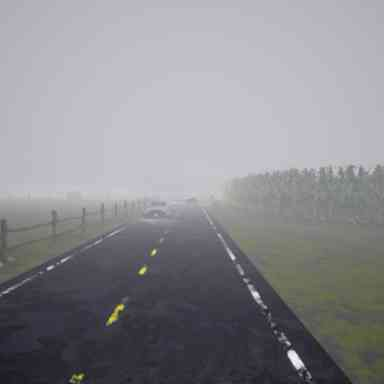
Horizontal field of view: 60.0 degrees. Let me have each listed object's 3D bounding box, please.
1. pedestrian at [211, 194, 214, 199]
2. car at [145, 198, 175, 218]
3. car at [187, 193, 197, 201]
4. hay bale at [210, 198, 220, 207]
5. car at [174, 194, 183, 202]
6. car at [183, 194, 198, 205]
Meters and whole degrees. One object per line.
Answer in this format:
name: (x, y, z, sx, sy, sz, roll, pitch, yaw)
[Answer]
pedestrian: (2.827, 1.127, 46.518, 0.375, 1.860, 0.375, 0, 0, -3)
car: (-2.848, 1.434, 28.979, 2.033, 1.411, 5.357, 0, 0, 0)
car: (0.004, 1.060, 69.518, 1.882, 1.535, 5.008, 0, 0, 0)
hay bale: (3.128, 1.482, 45.420, 1.220, 1.180, 1.240, 0, 0, 0)
car: (-2.747, 1.230, 70.040, 2.128, 1.511, 4.902, 0, 0, 0)
car: (0.001, 1.291, 53.295, 2.128, 1.511, 4.902, 0, 0, 0)
